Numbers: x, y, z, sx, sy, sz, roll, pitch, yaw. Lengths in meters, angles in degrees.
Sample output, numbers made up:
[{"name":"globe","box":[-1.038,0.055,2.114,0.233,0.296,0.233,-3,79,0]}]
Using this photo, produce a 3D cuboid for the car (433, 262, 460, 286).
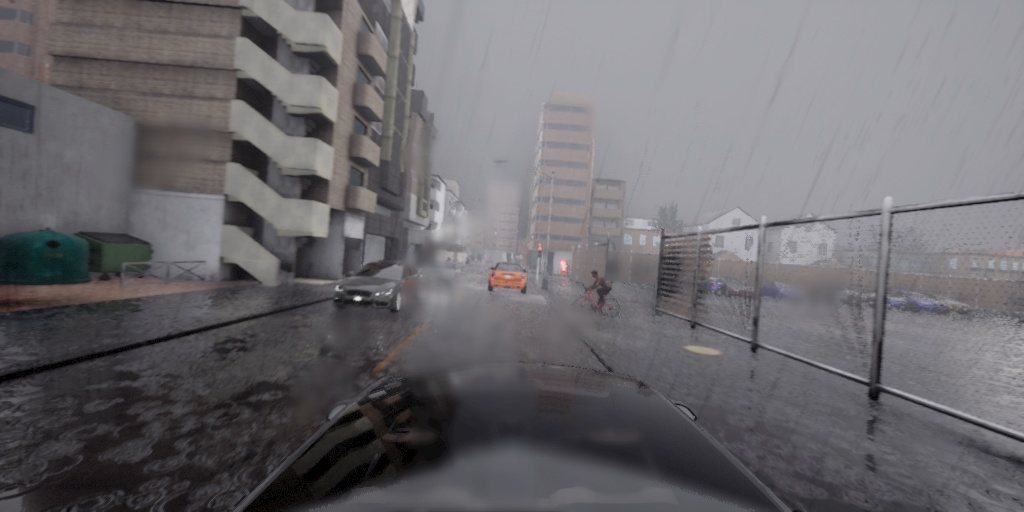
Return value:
[{"name":"car","box":[-4.454,1.038,22.497,1.895,1.301,4.718,4,0,-1]}]

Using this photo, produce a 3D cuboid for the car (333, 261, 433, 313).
[{"name":"car","box":[-4.310,0.939,12.404,1.837,1.490,4.892,4,0,-1]}]

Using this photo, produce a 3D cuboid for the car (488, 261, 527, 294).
[{"name":"car","box":[-0.251,1.105,21.145,2.097,1.767,4.553,4,0,-1]}]

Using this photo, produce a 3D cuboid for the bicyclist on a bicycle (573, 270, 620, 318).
[{"name":"bicyclist on a bicycle","box":[2.989,1.330,12.540,1.656,1.620,0.582,4,-1,-1]}]
